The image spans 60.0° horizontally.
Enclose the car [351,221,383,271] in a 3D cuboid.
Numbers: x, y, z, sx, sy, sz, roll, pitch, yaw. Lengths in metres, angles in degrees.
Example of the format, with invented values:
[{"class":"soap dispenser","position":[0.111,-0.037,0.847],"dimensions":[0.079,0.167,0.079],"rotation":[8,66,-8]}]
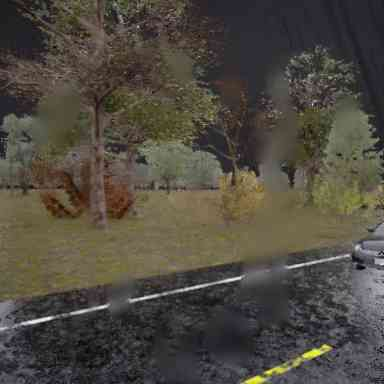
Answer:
[{"class":"car","position":[6.385,1.460,9.763],"dimensions":[4.674,1.442,1.812],"rotation":[0,0,-42]}]
